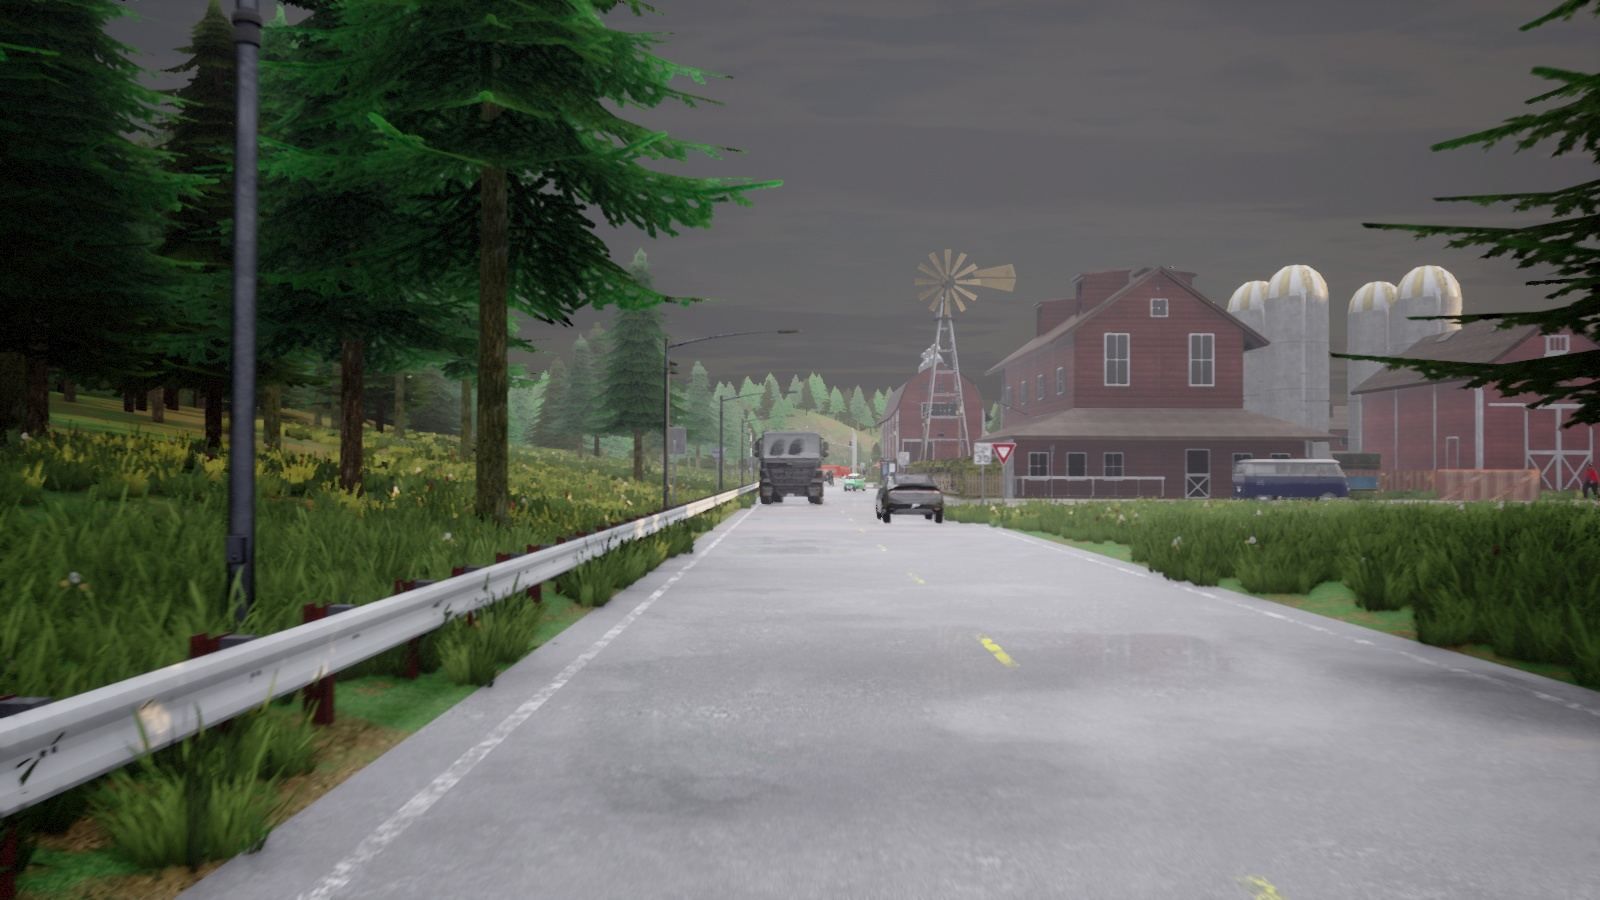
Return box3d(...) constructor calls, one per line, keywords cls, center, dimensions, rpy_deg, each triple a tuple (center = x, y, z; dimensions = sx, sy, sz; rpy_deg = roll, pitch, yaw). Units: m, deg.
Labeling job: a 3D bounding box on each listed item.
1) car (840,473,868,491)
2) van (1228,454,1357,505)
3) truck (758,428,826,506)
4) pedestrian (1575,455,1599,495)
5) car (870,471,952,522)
box3d(cls="car", center=(4.221, 2.496, 98.156), dimensions=(1.481, 1.376, 2.207), rpy_deg=(-1, -1, 22))
box3d(cls="van", center=(19.727, 1.192, 50.388), dimensions=(4.442, 1.987, 1.775), rpy_deg=(0, -1, 0))
box3d(cls="truck", center=(-0.267, 0.831, 60.080), dimensions=(2.891, 3.462, 7.936), rpy_deg=(-1, -1, 2))
box3d(cls="pedestrian", center=(36.773, 1.162, 58.490), dimensions=(0.899, 1.844, 0.634), rpy_deg=(0, -1, -7))
box3d(cls="car", center=(3.404, 1.419, 39.531), dimensions=(2.128, 1.511, 4.902), rpy_deg=(0, -1, 0))
